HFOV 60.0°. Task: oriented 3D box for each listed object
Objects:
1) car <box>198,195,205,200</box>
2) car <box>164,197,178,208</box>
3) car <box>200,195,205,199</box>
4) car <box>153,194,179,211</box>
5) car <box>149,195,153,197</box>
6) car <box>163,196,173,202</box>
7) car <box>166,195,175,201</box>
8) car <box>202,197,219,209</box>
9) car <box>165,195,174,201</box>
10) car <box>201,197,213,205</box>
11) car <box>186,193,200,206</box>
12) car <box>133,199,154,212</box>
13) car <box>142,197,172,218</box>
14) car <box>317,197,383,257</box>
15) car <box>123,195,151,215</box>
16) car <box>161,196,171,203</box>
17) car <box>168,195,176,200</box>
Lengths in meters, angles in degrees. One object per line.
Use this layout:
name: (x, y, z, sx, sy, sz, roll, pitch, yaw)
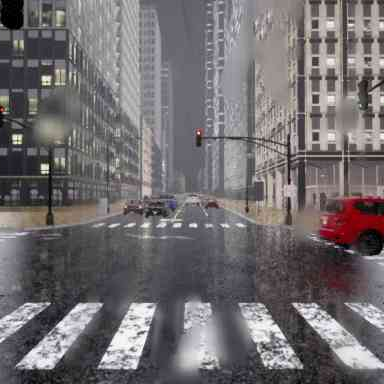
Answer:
car: (2.679, 1.584, 95.119, 1.887, 1.381, 4.507, 1, 0, 0)
car: (-3.101, 1.524, 50.827, 1.837, 1.490, 4.892, 0, 0, 0)
car: (2.690, 1.547, 56.249, 1.752, 1.417, 4.829, 1, 0, 0)
car: (-3.106, 1.237, 40.418, 2.150, 2.045, 5.566, 0, 0, 0)
car: (-5.683, 1.332, 44.859, 2.192, 1.841, 5.009, 1, 0, 0)
car: (-5.697, 1.582, 78.310, 2.008, 1.369, 4.403, 1, 0, 0)
car: (-5.700, 1.587, 89.460, 2.008, 1.369, 4.403, 1, 0, 0)
car: (2.691, 1.599, 44.923, 1.802, 1.307, 4.206, 1, 0, 0)
car: (-5.698, 1.578, 83.885, 1.887, 1.381, 4.507, 1, 0, 0)
car: (2.687, 1.590, 61.656, 1.947, 1.339, 4.313, 1, 0, 0)
car: (0.085, 1.243, 57.066, 2.150, 2.045, 5.566, 0, 0, 0)
car: (-5.688, 1.597, 39.284, 1.802, 1.307, 4.206, 1, 0, 0)
car: (-3.108, 1.516, 30.391, 1.837, 1.490, 4.892, 0, 0, 0)
car: (7.622, 1.213, 12.425, 5.566, 2.045, 2.150, 0, -1, 0)
car: (-5.683, 1.453, 33.709, 1.967, 1.590, 4.097, 1, 0, 0)
car: (-5.695, 1.573, 72.735, 1.887, 1.381, 4.507, 1, 0, 0)
car: (-5.702, 1.605, 95.035, 1.947, 1.339, 4.313, 1, 0, 0)
